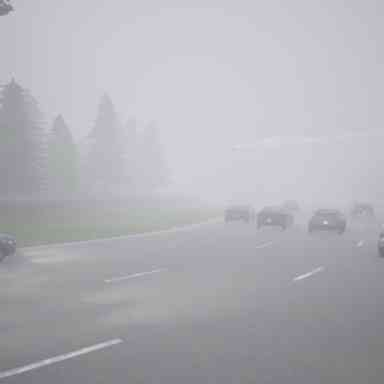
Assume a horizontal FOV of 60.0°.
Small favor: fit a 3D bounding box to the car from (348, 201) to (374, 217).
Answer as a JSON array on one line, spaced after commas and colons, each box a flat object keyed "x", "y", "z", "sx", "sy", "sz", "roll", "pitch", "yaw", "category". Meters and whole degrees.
[{"x": 17.108, "y": 1.729, "z": 33.749, "sx": 1.837, "sy": 1.490, "sz": 4.892, "roll": -1, "pitch": -1, "yaw": 19, "category": "car"}]

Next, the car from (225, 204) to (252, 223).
[{"x": 4.208, "y": 1.750, "z": 28.472, "sx": 1.882, "sy": 1.535, "sz": 5.008, "roll": 0, "pitch": -1, "yaw": 20, "category": "car"}]

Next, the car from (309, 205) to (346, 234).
[{"x": 8.479, "y": 1.720, "z": 20.764, "sx": 1.994, "sy": 1.385, "sz": 4.181, "roll": -1, "pitch": -1, "yaw": 25, "category": "car"}]

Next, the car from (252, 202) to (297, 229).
[{"x": 5.887, "y": 1.682, "z": 23.310, "sx": 1.882, "sy": 1.535, "sz": 5.008, "roll": 0, "pitch": -1, "yaw": 24, "category": "car"}]

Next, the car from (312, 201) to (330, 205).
[{"x": 15.268, "y": 1.823, "z": 39.234, "sx": 1.812, "sy": 1.442, "sz": 4.674, "roll": -1, "pitch": -1, "yaw": 18, "category": "car"}]

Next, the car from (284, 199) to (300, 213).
[{"x": 12.435, "y": 1.700, "z": 41.815, "sx": 2.097, "sy": 1.767, "sz": 4.553, "roll": -1, "pitch": -1, "yaw": 18, "category": "car"}]

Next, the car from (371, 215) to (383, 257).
[{"x": 8.276, "y": 1.619, "z": 12.623, "sx": 2.033, "sy": 1.411, "sz": 5.357, "roll": -1, "pitch": -1, "yaw": 35, "category": "car"}]

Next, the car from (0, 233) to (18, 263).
[{"x": -8.329, "y": 1.713, "z": 10.855, "sx": 4.674, "sy": 1.442, "sz": 1.812, "roll": 0, "pitch": 0, "yaw": -35, "category": "car"}]
